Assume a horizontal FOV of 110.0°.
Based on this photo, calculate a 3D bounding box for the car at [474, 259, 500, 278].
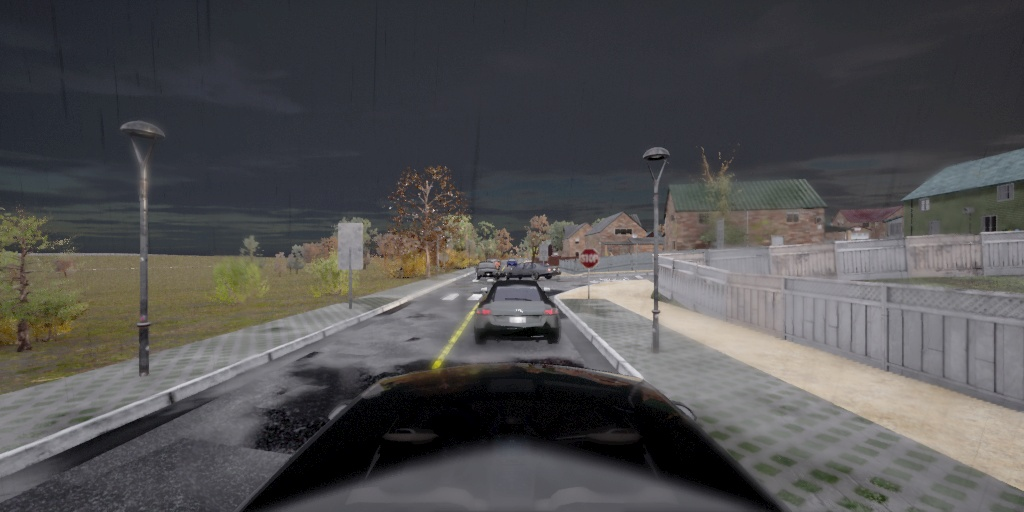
[{"bbox_3d":[-2.251,1.258,31.470,1.837,1.490,4.892,0,0,-8],"label":"car"}]

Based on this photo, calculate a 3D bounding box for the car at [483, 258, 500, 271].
[{"bbox_3d":[-2.847,1.121,51.288,2.097,1.767,4.553,0,0,1],"label":"car"}]

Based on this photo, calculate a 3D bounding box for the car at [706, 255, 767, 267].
[{"bbox_3d":[14.387,0.413,22.935,4.181,1.385,1.994,-3,0,16],"label":"car"}]

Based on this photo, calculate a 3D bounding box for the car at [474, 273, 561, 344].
[{"bbox_3d":[0.102,1.313,9.545,1.994,1.385,4.181,0,0,-1],"label":"car"}]

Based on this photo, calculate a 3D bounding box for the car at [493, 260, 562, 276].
[{"bbox_3d":[1.337,1.198,28.559,5.357,1.411,2.033,-4,-3,43],"label":"car"}]

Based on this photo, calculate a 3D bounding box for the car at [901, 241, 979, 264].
[{"bbox_3d":[23.888,-0.208,20.514,4.902,1.511,2.128,-3,0,14],"label":"car"}]
